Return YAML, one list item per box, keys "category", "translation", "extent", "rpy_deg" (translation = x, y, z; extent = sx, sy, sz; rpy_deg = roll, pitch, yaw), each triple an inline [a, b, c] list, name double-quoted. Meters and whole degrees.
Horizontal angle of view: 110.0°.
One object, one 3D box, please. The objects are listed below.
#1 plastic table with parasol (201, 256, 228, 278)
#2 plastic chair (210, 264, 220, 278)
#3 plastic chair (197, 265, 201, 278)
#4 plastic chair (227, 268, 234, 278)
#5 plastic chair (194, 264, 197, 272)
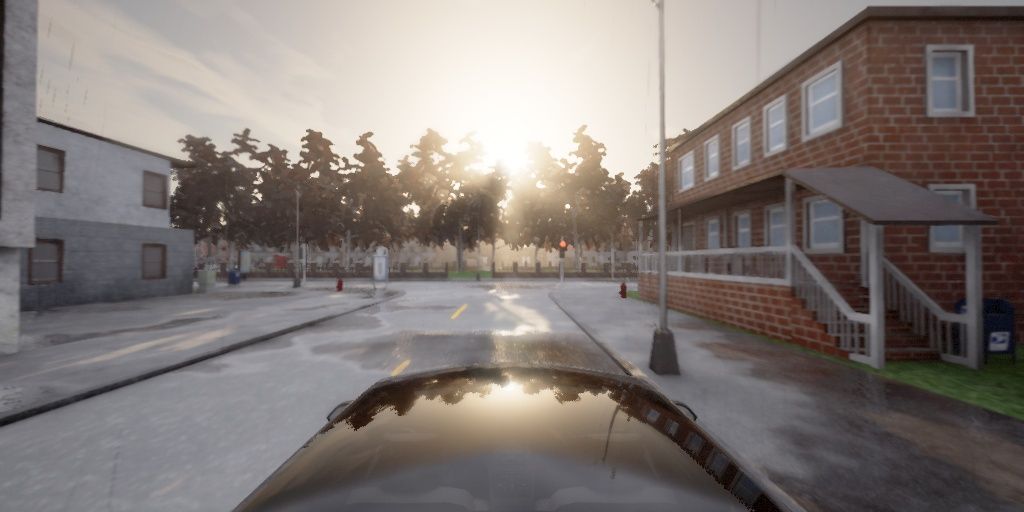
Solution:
- category: "plastic table with parasol"
  translation: [-39.195, 1.297, 47.408]
  extent: [2.482, 2.480, 2.482]
  rpy_deg: [0, 0, -40]
- category: "plastic chair"
  translation: [-38.292, 1.895, 46.436]
  extent: [0.750, 1.272, 0.730]
  rpy_deg: [0, 0, -35]
- category: "plastic chair"
  translation: [-40.225, 1.886, 46.664]
  extent: [0.730, 1.272, 0.750]
  rpy_deg: [0, 0, -40]
- category: "plastic chair"
  translation: [-38.197, 1.908, 48.142]
  extent: [0.730, 1.272, 0.750]
  rpy_deg: [0, 0, -40]
- category: "plastic chair"
  translation: [-42.772, 1.912, 49.059]
  extent: [0.750, 1.272, 0.730]
  rpy_deg: [0, 0, -34]
